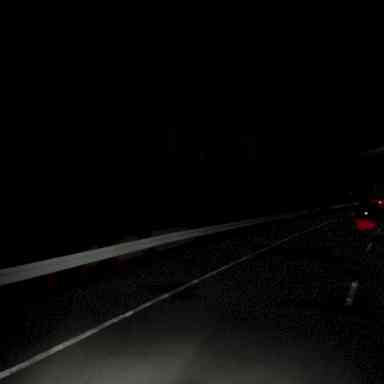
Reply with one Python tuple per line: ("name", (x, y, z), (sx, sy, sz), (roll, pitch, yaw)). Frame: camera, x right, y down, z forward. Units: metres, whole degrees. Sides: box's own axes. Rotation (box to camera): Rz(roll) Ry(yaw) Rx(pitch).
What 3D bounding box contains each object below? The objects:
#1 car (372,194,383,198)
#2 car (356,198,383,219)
("car", (21.920, 1.240, 38.259), (2.150, 2.045, 5.566), (0, 0, 35))
("car", (15.894, 1.520, 29.684), (1.837, 1.490, 4.892), (0, 0, 35))
